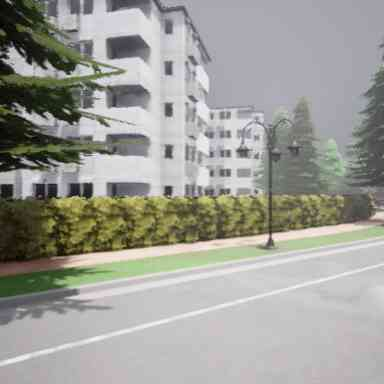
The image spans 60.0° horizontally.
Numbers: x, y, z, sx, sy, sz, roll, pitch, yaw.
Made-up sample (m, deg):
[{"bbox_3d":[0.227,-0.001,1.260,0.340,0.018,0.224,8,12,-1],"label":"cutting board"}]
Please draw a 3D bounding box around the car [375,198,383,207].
[{"bbox_3d":[29.024,1.603,51.492,1.994,1.385,4.181,0,0,-2],"label":"car"}]
